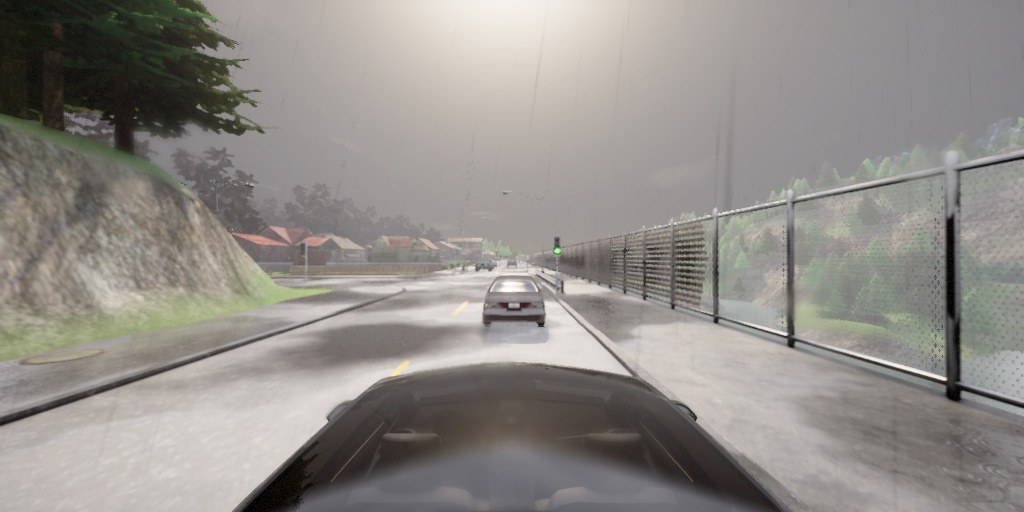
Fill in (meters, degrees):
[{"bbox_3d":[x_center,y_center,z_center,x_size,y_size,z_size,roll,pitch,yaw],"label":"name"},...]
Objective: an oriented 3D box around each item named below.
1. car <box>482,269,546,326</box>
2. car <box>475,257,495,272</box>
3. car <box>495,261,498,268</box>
[{"bbox_3d":[0.071,1.341,11.858,2.033,1.411,5.357,0,0,0],"label":"car"},{"bbox_3d":[-4.084,1.186,52.145,2.150,2.045,5.566,0,0,0],"label":"car"},{"bbox_3d":[-4.045,1.556,62.387,2.033,1.411,5.357,0,0,0],"label":"car"}]
